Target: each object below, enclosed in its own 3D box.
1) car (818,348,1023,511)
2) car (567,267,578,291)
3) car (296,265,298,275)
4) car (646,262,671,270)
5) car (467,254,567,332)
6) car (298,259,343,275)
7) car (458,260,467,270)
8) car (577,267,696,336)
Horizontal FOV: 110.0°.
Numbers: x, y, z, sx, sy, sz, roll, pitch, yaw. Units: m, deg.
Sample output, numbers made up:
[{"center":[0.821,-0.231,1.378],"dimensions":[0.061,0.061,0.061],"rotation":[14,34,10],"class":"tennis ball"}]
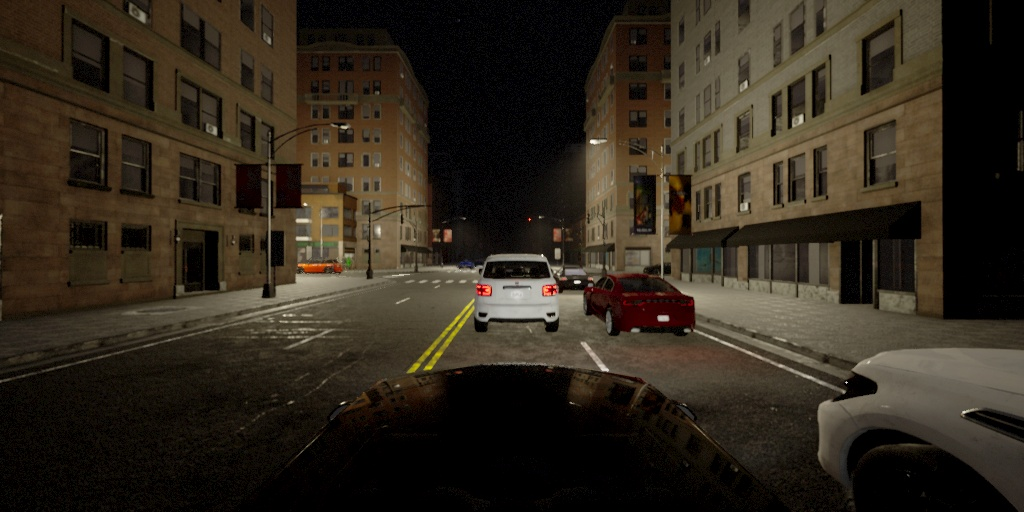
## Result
[{"center":[3.347,0.972,0.237],"dimensions":[2.150,2.045,5.566],"rotation":[0,0,0],"class":"car"},{"center":[3.376,1.311,20.485],"dimensions":[1.994,1.385,4.181],"rotation":[0,0,0],"class":"car"},{"center":[-22.123,1.165,32.258],"dimensions":[4.097,1.591,1.967],"rotation":[0,0,0],"class":"car"},{"center":[16.085,1.346,37.847],"dimensions":[4.181,1.385,1.994],"rotation":[0,0,0],"class":"car"},{"center":[0.116,0.970,10.963],"dimensions":[2.150,2.045,5.566],"rotation":[0,0,0],"class":"car"},{"center":[-20.372,1.098,37.685],"dimensions":[4.553,1.767,2.097],"rotation":[0,0,1],"class":"car"},{"center":[-6.526,1.263,51.549],"dimensions":[1.812,1.442,4.674],"rotation":[0,0,0],"class":"car"},{"center":[3.362,1.227,10.397],"dimensions":[1.882,1.535,5.008],"rotation":[0,0,0],"class":"car"}]
